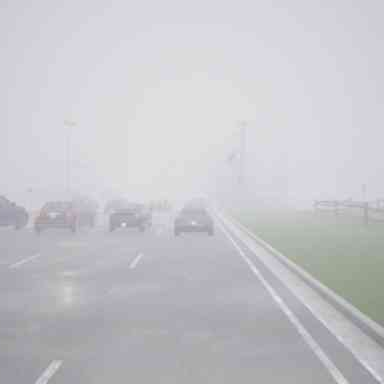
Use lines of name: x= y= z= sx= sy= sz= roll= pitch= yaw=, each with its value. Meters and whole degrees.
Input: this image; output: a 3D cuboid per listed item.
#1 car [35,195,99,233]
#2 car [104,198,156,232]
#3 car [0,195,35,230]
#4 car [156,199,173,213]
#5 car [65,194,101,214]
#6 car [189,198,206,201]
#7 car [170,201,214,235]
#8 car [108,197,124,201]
car: x=-6.908 y=1.196 z=18.675 sx=2.097 sy=1.767 sz=4.553 roll=0 pitch=1 yaw=0
car: x=-3.405 y=1.346 z=19.015 sx=1.837 sy=1.490 sz=4.892 roll=0 pitch=1 yaw=0
car: x=-10.405 y=1.084 z=16.602 sx=2.150 sy=2.045 sz=5.566 roll=0 pitch=1 yaw=1
car: x=-3.013 y=1.330 z=32.434 sx=1.895 sy=1.301 sz=4.718 roll=0 pitch=1 yaw=5
car: x=-10.542 y=1.079 z=32.452 sx=2.097 sy=1.767 sz=4.553 roll=0 pitch=0 yaw=-1
car: x=0.563 y=1.267 z=33.503 sx=2.033 sy=1.411 sz=5.357 roll=0 pitch=0 yaw=8
car: x=0.092 y=1.416 z=17.709 sx=1.994 sy=1.385 sz=4.181 roll=0 pitch=1 yaw=0
car: x=-6.878 y=1.244 z=31.385 sx=1.837 sy=1.490 sz=4.892 roll=0 pitch=1 yaw=0
